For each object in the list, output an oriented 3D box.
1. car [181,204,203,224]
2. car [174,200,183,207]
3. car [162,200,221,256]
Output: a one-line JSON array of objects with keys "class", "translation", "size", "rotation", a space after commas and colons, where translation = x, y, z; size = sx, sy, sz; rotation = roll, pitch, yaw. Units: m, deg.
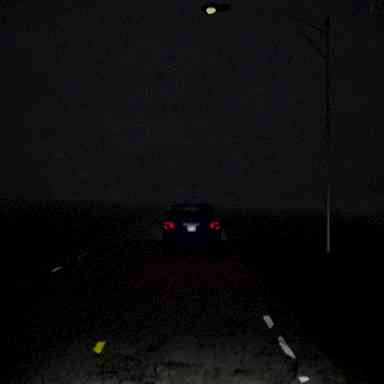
[{"class": "car", "translation": [-0.012, 1.865, 29.380], "size": [1.812, 1.442, 4.674], "rotation": [0, -1, 0]}, {"class": "car", "translation": [-2.789, 2.394, 69.803], "size": [1.837, 1.490, 4.892], "rotation": [0, -1, 0]}, {"class": "car", "translation": [-0.008, 1.365, 14.012], "size": [2.150, 2.045, 5.566], "rotation": [0, -1, 0]}]
